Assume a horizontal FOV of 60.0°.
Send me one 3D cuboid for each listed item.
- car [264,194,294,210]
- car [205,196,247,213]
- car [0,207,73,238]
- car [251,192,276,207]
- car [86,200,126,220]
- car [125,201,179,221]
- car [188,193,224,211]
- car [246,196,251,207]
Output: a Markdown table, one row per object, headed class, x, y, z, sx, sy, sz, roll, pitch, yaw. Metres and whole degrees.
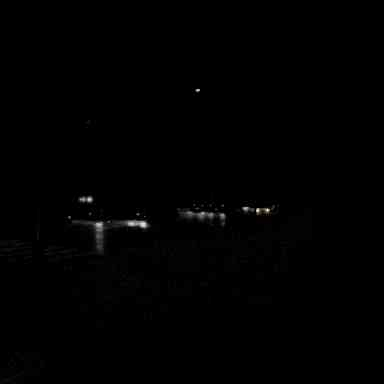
| class | x | y | z | sx | sy | sz | roll | pitch | yaw |
| --- | --- | --- | --- | --- | --- | --- | --- | --- | --- |
| car | 10.653 | 1.331 | 39.562 | 1.837 | 1.490 | 4.892 | 0 | 0 | 35 |
| car | 3.743 | 1.463 | 35.778 | 1.895 | 1.301 | 4.718 | 0 | 0 | 35 |
| car | -8.998 | 1.503 | 17.581 | 2.033 | 1.411 | 5.357 | 0 | 0 | 32 |
| car | 10.602 | 1.034 | 45.381 | 2.150 | 2.045 | 5.566 | 0 | 0 | 35 |
| car | -6.323 | 1.428 | 27.196 | 1.837 | 1.490 | 4.892 | 0 | 0 | 35 |
| car | -2.876 | 1.475 | 26.431 | 1.994 | 1.385 | 4.181 | 0 | 0 | 36 |
| car | 1.846 | 1.085 | 38.709 | 2.150 | 2.045 | 5.566 | 0 | 0 | 36 |
| car | 8.217 | 1.307 | 47.629 | 2.128 | 1.511 | 4.902 | 0 | 0 | 35 |
